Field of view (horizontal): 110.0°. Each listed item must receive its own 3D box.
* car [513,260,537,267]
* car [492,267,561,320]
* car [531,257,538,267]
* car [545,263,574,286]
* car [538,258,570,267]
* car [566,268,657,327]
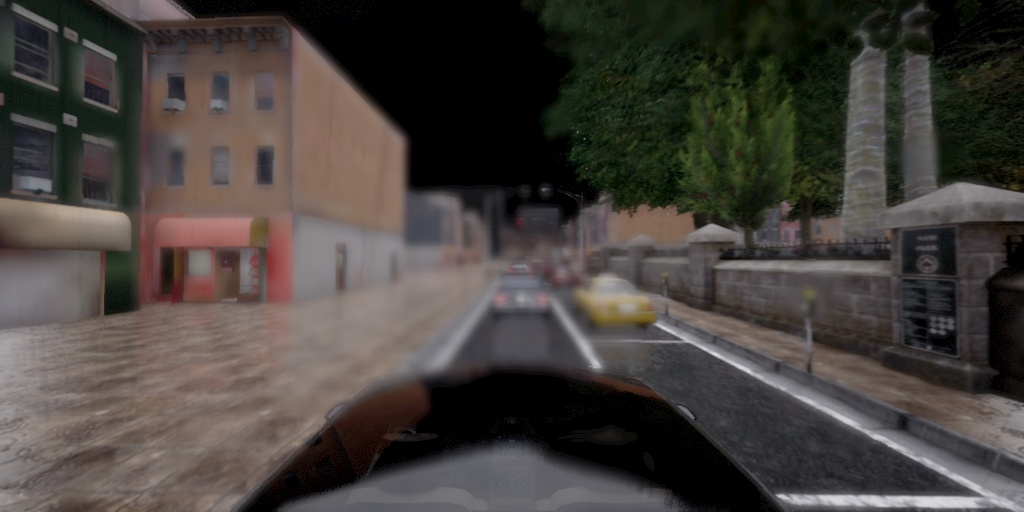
[{"bbox_3d":[0.756,1.253,27.206,1.812,1.442,4.674,0,0,2],"label":"car"},{"bbox_3d":[0.362,1.283,12.532,2.033,1.411,5.357,0,0,2],"label":"car"},{"bbox_3d":[4.094,1.273,53.774,1.888,1.381,4.507,0,0,2],"label":"car"},{"bbox_3d":[3.232,1.297,21.907,1.802,1.307,4.207,0,0,2],"label":"car"},{"bbox_3d":[3.379,1.028,27.354,2.192,1.841,5.009,0,0,2],"label":"car"},{"bbox_3d":[2.942,1.248,11.183,1.751,1.417,4.829,0,0,2],"label":"car"}]
